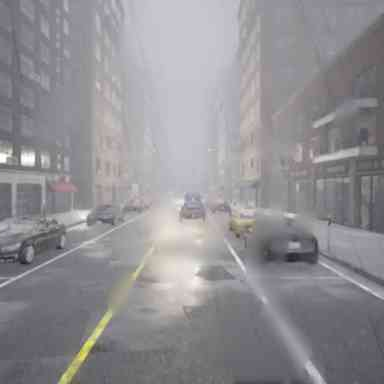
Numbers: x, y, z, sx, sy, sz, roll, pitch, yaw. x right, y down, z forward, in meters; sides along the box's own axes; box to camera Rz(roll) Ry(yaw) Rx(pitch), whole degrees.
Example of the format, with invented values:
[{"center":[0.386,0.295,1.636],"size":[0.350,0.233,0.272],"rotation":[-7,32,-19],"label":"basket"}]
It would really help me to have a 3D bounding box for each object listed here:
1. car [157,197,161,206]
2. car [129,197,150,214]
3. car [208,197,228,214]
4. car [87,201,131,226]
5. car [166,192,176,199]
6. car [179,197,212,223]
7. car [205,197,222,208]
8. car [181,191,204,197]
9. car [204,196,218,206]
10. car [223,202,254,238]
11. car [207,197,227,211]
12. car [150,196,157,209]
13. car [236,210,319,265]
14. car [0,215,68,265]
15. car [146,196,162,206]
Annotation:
[{"center":[-5.685,1.347,44.510],"size":[1.887,1.381,4.507],"rotation":[-1,0,0],"label":"car"},{"center":[-5.683,1.397,33.449],"size":[1.887,1.381,4.507],"rotation":[-1,0,0],"label":"car"},{"center":[2.843,1.398,33.459],"size":[1.887,1.381,4.507],"rotation":[-1,0,0],"label":"car"},{"center":[-5.680,1.467,22.388],"size":[1.947,1.339,4.313],"rotation":[-1,0,0],"label":"car"},{"center":[-5.858,1.126,87.535],"size":[1.752,1.417,4.829],"rotation":[-1,0,-1],"label":"car"},{"center":[0.096,1.384,24.255],"size":[2.128,1.511,4.902],"rotation":[0,0,0],"label":"car"},{"center":[2.841,1.368,44.517],"size":[1.947,1.339,4.313],"rotation":[-1,0,0],"label":"car"},{"center":[0.094,1.033,42.087],"size":[2.150,2.045,5.566],"rotation":[0,0,0],"label":"car"},{"center":[2.840,1.359,50.047],"size":[1.802,1.307,4.206],"rotation":[-1,0,0],"label":"car"},{"center":[2.846,1.451,17.041],"size":[1.752,1.417,4.829],"rotation":[-1,0,0],"label":"car"},{"center":[2.842,1.379,38.988],"size":[2.008,1.369,4.403],"rotation":[-1,0,0],"label":"car"},{"center":[-5.683,1.378,38.980],"size":[2.008,1.369,4.403],"rotation":[-1,0,0],"label":"car"},{"center":[2.848,1.517,11.342],"size":[1.947,1.339,4.313],"rotation":[-1,0,0],"label":"car"},{"center":[-5.678,1.501,11.326],"size":[2.008,1.369,4.403],"rotation":[-1,0,0],"label":"car"},{"center":[-5.686,1.343,50.041],"size":[1.947,1.339,4.313],"rotation":[-1,0,0],"label":"car"}]
